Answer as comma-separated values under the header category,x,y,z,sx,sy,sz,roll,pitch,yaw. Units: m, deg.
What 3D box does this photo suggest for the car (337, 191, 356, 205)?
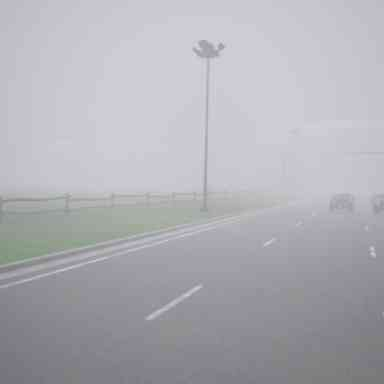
category,x,y,z,sx,sy,sz,roll,pitch,yaw
car,19.496,0.735,41.873,1.882,1.535,5.008,2,2,27

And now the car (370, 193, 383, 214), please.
category,x,y,z,sx,sy,sz,roll,pitch,yaw
car,16.596,0.922,28.260,2.097,1.767,4.553,2,2,27

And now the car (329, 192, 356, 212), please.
category,x,y,z,sx,sy,sz,roll,pitch,yaw
car,13.475,0.950,29.849,2.128,1.511,4.902,2,2,27
